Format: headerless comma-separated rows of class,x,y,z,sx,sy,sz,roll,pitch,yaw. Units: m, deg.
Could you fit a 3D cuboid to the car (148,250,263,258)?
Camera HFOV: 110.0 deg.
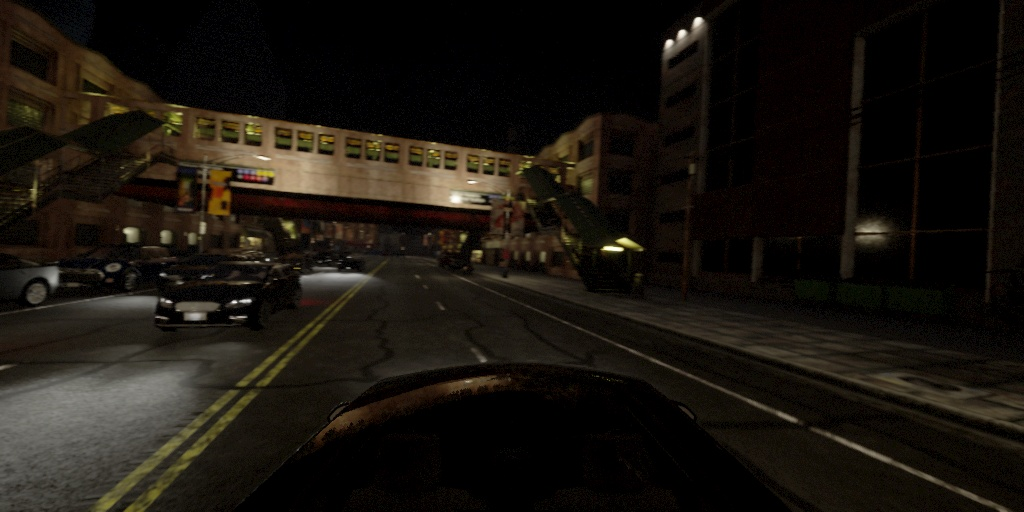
car,-12.401,0.645,14.914,1.812,1.442,4.674,3,0,-18

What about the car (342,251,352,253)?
car,-24.047,0.047,51.879,1.837,1.490,4.892,3,0,-18

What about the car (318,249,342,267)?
car,-19.352,0.280,37.166,1.837,1.490,4.892,3,0,-17

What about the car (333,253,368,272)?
car,-13.929,0.651,31.279,1.895,1.301,4.718,3,0,-17

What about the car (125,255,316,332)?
car,-6.952,0.887,9.377,2.128,1.511,4.902,3,0,-18

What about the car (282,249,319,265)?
car,-15.982,0.445,26.416,1.837,1.490,4.892,3,0,-18
